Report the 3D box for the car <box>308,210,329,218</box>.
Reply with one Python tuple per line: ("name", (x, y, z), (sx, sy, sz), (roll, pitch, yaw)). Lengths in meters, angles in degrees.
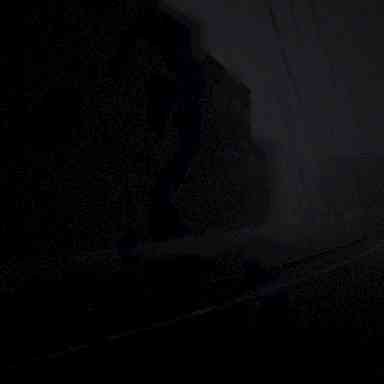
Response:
("car", (21.044, 3.635, 55.570), (1.994, 1.385, 4.181), (-1, -4, -6))
